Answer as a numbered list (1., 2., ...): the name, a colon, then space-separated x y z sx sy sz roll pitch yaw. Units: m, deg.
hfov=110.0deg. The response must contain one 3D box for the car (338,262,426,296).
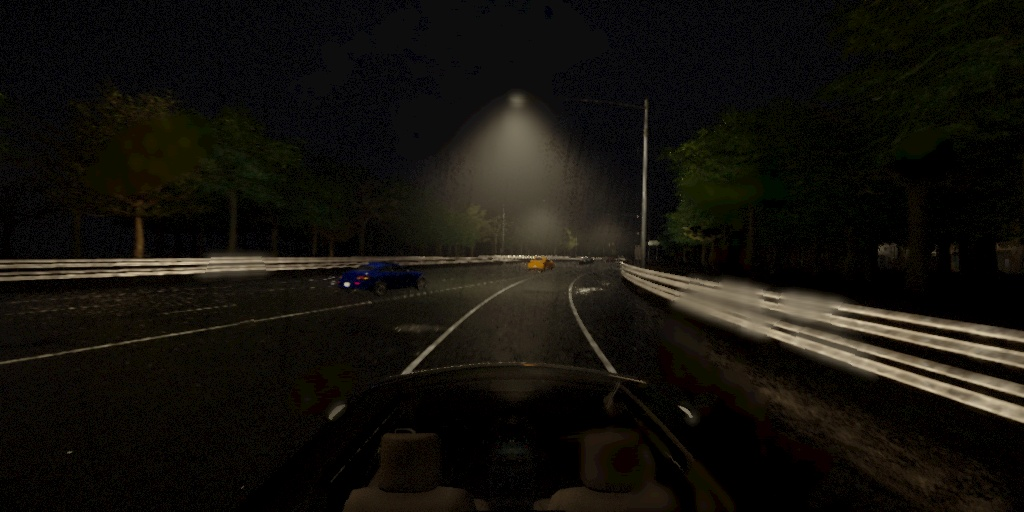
1. car: -6.034 1.023 17.113 1.812 1.442 4.674 1 1 22

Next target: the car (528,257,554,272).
1. car: 3.375 0.897 40.447 1.882 1.535 5.008 1 1 22
